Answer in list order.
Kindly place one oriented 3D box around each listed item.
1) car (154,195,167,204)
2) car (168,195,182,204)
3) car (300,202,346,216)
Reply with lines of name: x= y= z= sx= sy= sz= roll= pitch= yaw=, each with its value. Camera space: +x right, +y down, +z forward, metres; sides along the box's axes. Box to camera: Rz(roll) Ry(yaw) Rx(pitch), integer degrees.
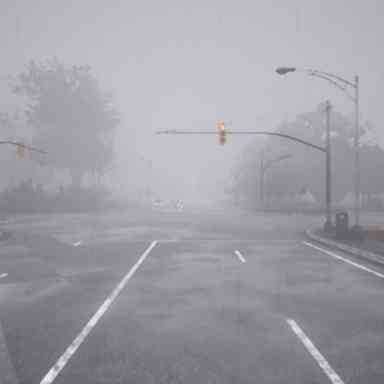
car: x=-7.323 y=1.962 z=74.871 sx=1.994 sy=1.385 sz=4.181 roll=0 pitch=0 yaw=-2
car: x=-3.831 y=1.934 z=75.113 sx=1.812 sy=1.442 sz=4.674 roll=0 pitch=0 yaw=-2
car: x=13.888 y=1.754 z=35.229 sx=4.674 sy=1.442 sz=1.812 roll=-1 pitch=0 yaw=-3
